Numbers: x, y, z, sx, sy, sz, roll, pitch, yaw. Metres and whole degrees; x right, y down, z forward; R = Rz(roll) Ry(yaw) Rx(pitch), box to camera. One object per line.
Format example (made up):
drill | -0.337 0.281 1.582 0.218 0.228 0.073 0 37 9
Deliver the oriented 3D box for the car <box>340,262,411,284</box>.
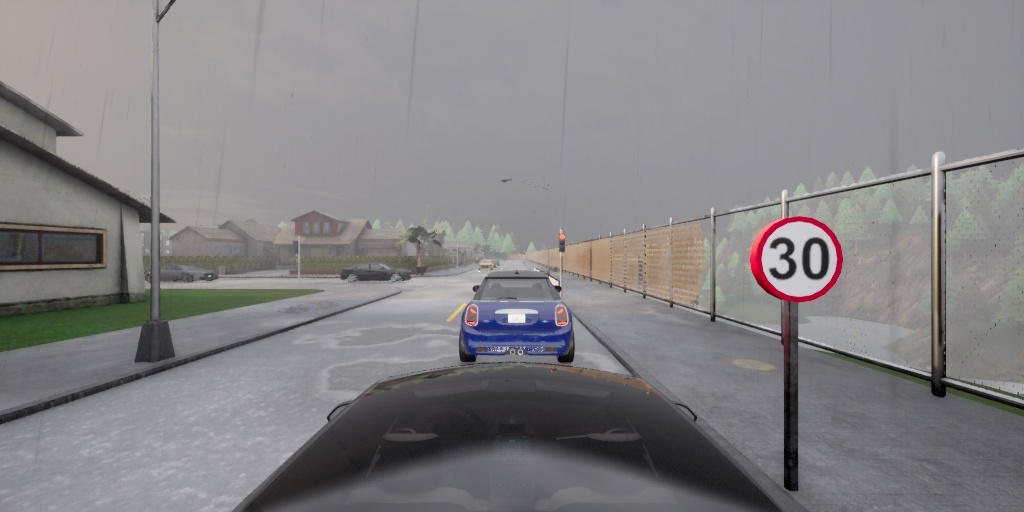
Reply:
car | -10.110 1.227 26.786 5.008 1.535 1.882 0 0 -4

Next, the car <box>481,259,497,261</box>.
car | -3.657 1.228 51.213 1.882 1.535 5.008 0 0 1

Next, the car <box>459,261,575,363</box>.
car | 0.116 1.102 8.344 2.097 1.767 4.553 0 0 1

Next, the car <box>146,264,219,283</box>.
car | -24.486 1.312 26.704 4.181 1.385 1.994 0 0 1
